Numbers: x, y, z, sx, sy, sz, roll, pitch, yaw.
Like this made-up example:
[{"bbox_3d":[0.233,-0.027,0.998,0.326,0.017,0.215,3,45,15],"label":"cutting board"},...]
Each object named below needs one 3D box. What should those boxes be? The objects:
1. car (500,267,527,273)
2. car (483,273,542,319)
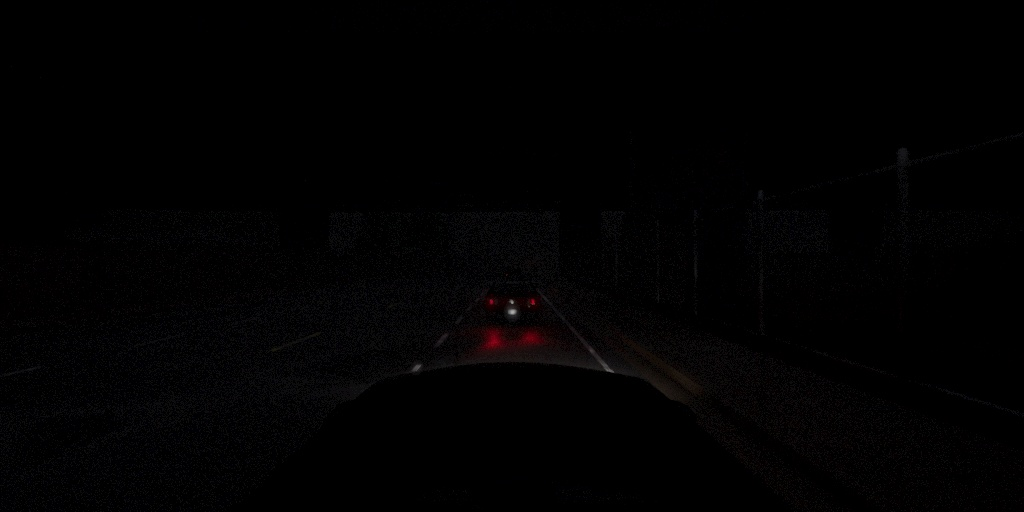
[{"bbox_3d":[0.112,1.614,29.162,1.837,1.490,4.892,0,0,2],"label":"car"},{"bbox_3d":[0.033,1.505,13.530,1.895,1.301,4.718,0,-1,1],"label":"car"}]
